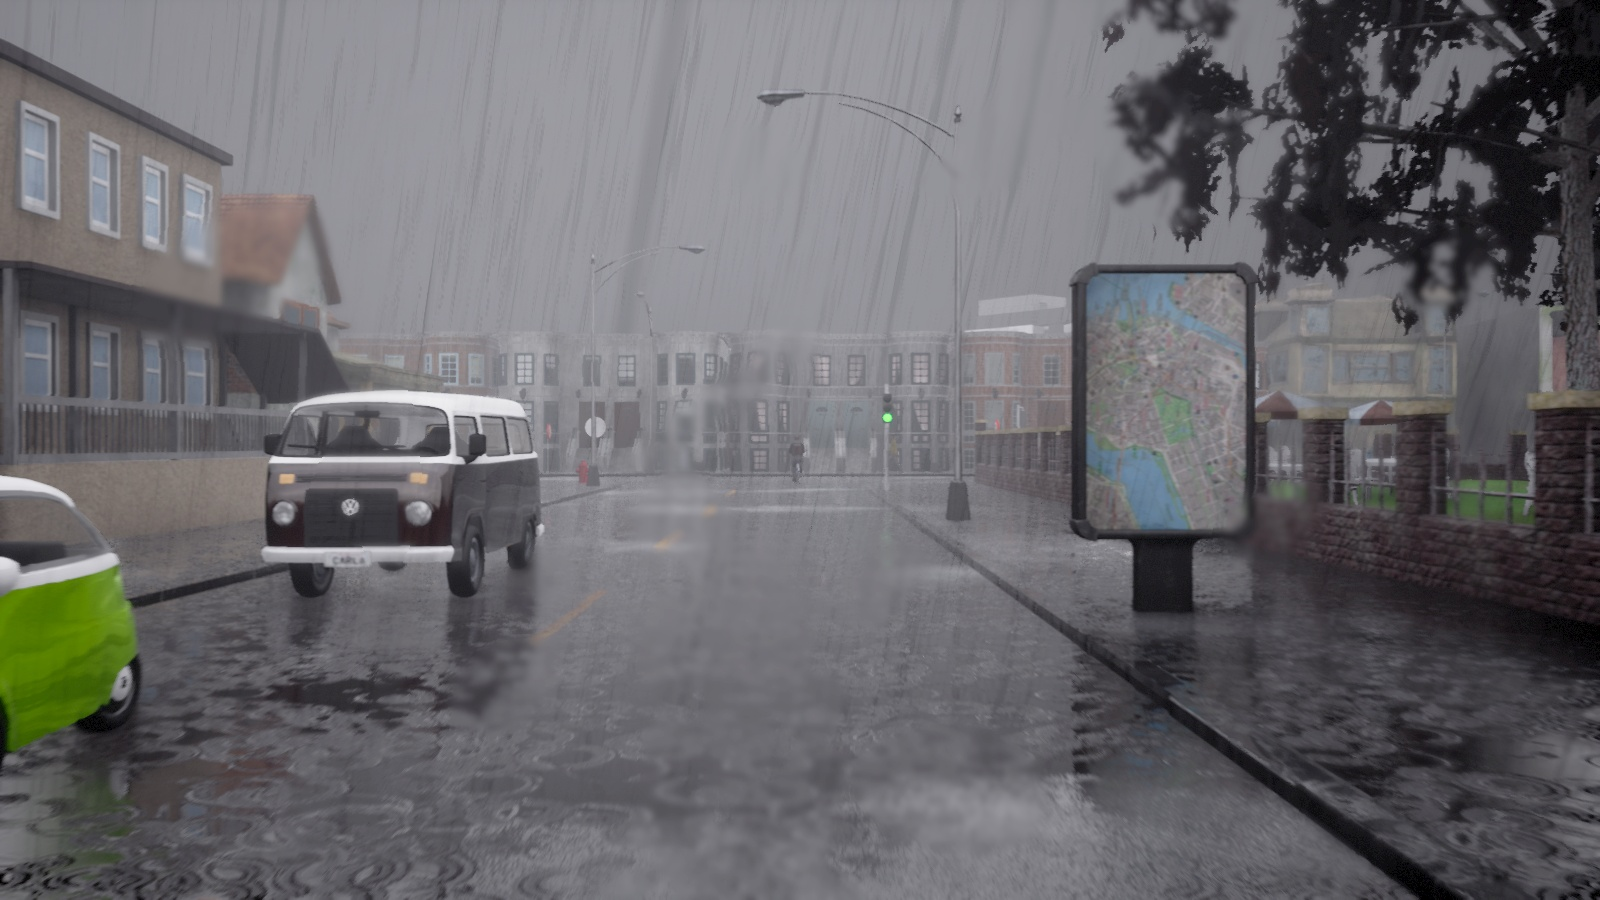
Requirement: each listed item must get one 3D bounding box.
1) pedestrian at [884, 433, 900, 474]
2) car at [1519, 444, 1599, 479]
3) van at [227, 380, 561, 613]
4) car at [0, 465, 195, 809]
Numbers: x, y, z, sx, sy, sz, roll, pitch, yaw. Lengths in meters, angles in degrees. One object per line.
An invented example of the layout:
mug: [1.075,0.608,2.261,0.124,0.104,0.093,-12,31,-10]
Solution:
pedestrian: [4.116,0.143,56.132,0.709,1.840,0.431,0,0,7]
car: [33.818,0.474,53.824,4.892,1.490,1.837,0,0,1]
van: [-3.982,0.392,13.239,2.069,2.038,4.480,0,0,0]
car: [-3.981,0.767,5.614,1.481,1.376,2.207,0,0,0]
